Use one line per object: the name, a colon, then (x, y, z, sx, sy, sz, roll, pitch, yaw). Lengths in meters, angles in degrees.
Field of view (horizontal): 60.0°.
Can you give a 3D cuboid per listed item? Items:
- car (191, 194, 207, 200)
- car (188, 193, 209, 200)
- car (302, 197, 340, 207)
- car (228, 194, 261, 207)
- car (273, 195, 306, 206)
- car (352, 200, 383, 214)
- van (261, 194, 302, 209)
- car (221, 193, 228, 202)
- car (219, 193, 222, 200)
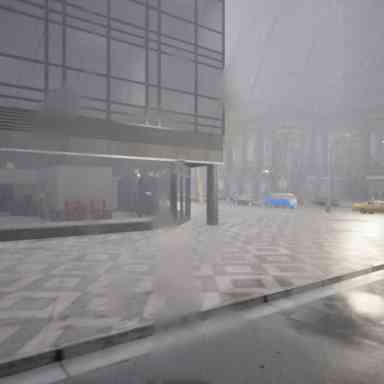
car: (0.927, 1.048, 53.095, 1.752, 1.417, 4.829, 1, 0, -35)
car: (1.320, 0.906, 67.333, 2.008, 1.369, 4.403, 1, 0, -35)
car: (17.502, 1.311, 44.375, 1.947, 1.339, 4.313, 1, 0, -35)
car: (7.303, 1.227, 44.047, 2.008, 1.369, 4.403, 1, 0, -35)
car: (14.267, 1.219, 48.966, 1.887, 1.381, 4.507, 1, 0, -35)
car: (17.112, 1.394, 30.129, 1.752, 1.417, 4.829, 1, 0, -35)
van: (10.541, 1.087, 39.455, 1.690, 1.788, 3.998, 1, 0, -35)
car: (7.793, 1.069, 58.151, 2.008, 1.369, 4.403, 1, 0, -35)
car: (4.558, 0.876, 62.742, 1.967, 1.590, 4.097, 1, 0, -35)
